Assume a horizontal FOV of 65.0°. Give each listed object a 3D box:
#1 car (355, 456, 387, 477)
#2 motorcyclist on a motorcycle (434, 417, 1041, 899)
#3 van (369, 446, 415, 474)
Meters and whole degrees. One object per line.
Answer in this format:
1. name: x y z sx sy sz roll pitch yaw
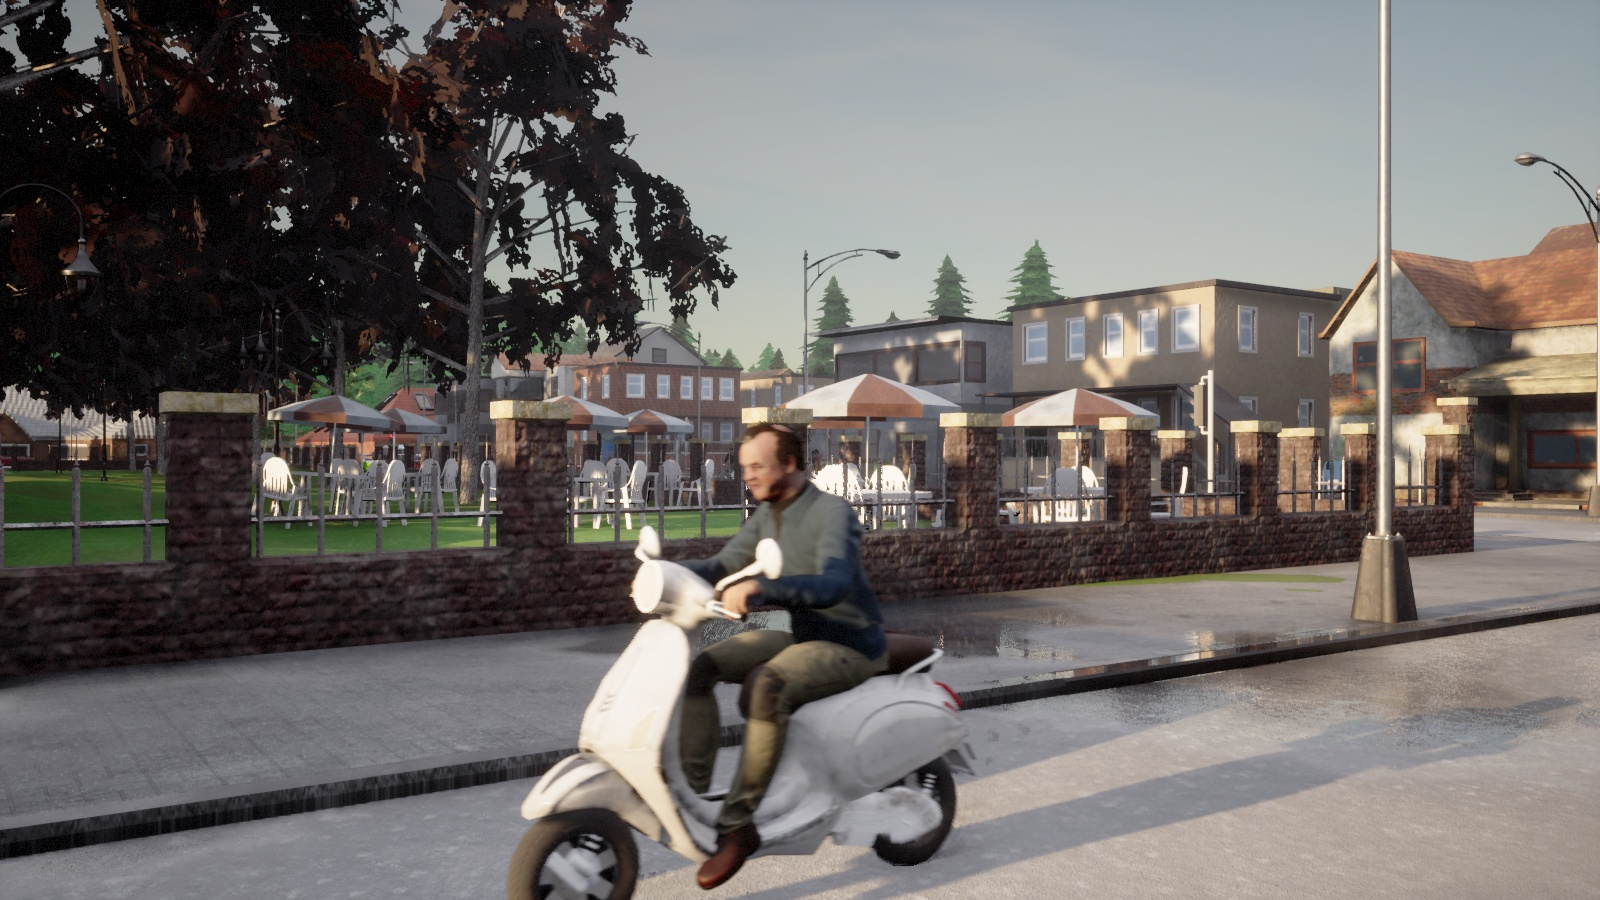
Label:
1. car: -28.675 1.066 83.927 1.481 1.376 2.207 0 -1 -36
2. motorcyclist on a motorcycle: -0.167 0.709 4.153 1.817 1.590 0.866 0 0 -35
3. van: -30.423 0.761 93.524 2.069 2.038 4.480 0 0 -35
